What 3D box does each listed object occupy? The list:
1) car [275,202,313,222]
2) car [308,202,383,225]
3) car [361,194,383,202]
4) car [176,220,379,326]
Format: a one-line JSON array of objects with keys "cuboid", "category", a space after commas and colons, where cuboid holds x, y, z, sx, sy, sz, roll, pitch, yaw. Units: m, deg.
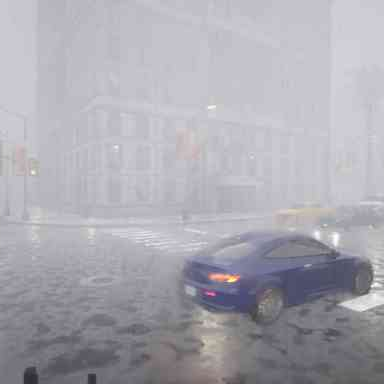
[{"cuboid": [8.107, 1.478, 23.857, 5.008, 1.535, 1.882, 0, 0, -34], "category": "car"}, {"cuboid": [10.023, 1.547, 20.932, 5.357, 1.411, 2.033, 0, 0, -34], "category": "car"}, {"cuboid": [16.610, 1.221, 29.451, 5.566, 2.045, 2.150, 0, 0, -33], "category": "car"}, {"cuboid": [1.880, 1.538, 7.008, 4.674, 1.442, 1.812, 0, 0, -34], "category": "car"}]
